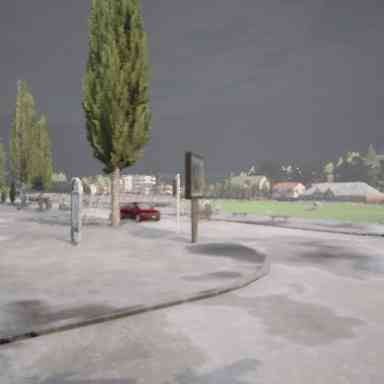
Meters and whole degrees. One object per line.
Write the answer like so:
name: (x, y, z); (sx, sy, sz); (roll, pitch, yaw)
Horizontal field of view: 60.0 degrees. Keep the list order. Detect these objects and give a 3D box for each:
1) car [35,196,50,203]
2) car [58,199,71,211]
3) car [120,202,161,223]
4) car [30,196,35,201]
car: (-33.578, 1.646, 75.378); (1.882, 1.535, 5.008); (1, 0, -36)
car: (-16.205, 1.657, 44.036); (1.812, 1.442, 4.674); (1, -1, -35)
car: (-4.348, 1.609, 27.366); (1.882, 1.535, 5.008); (1, 0, -35)
car: (-39.631, 1.643, 83.859); (1.994, 1.385, 4.181); (1, 0, -36)
